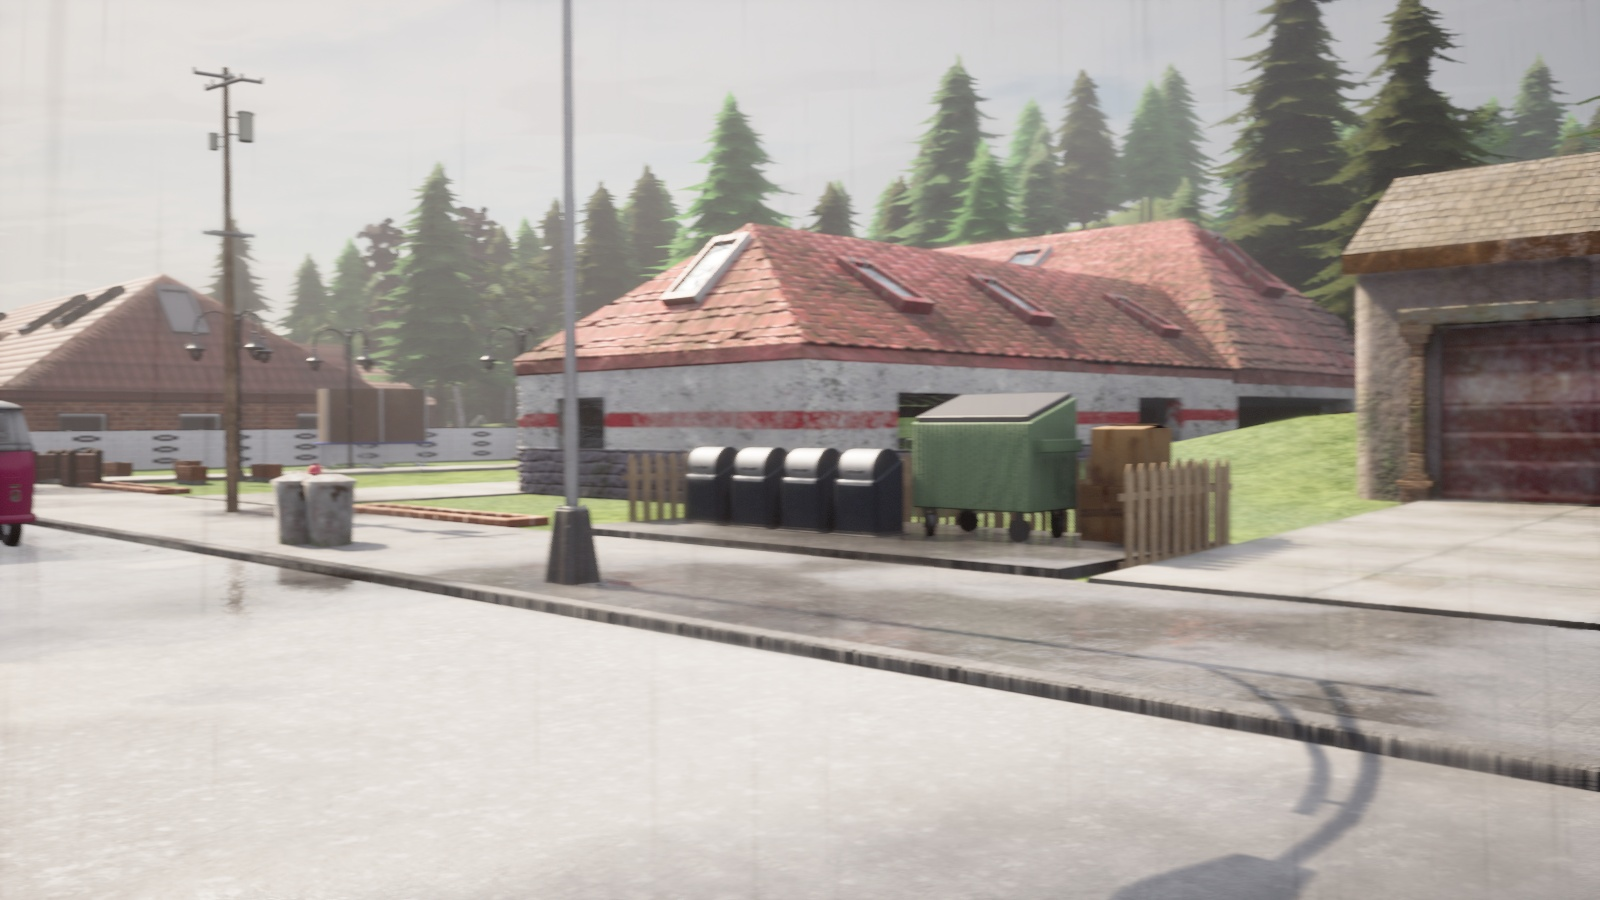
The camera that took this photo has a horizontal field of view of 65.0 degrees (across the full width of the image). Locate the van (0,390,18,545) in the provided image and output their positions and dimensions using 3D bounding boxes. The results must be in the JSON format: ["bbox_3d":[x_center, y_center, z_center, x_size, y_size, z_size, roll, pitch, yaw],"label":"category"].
[{"bbox_3d":[-12.309,0.201,17.029,4.442,1.987,1.775,1,2,43],"label":"van"}]
